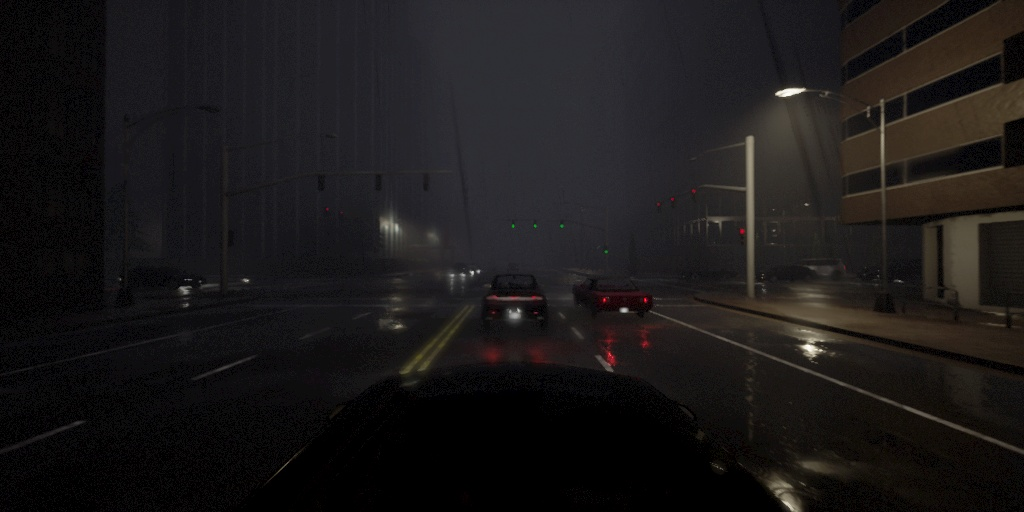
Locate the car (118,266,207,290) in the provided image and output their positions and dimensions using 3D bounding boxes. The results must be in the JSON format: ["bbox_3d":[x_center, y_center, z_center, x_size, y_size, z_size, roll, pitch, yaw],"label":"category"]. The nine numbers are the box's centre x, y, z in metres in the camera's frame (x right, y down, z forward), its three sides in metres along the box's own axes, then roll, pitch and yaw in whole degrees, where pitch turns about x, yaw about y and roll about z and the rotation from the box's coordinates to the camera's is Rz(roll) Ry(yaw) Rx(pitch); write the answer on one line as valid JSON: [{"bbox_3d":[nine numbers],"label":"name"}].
[{"bbox_3d":[-23.060,1.448,23.754,4.892,1.490,1.837,0,-1,1],"label":"car"}]

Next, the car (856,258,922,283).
[{"bbox_3d":[32.657,1.223,30.376,5.566,2.045,2.150,0,-1,1],"label":"car"}]

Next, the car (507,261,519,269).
[{"bbox_3d":[0.137,1.769,55.515,2.033,1.411,5.357,0,-1,0],"label":"car"}]

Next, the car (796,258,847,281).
[{"bbox_3d":[28.267,1.254,33.925,5.566,2.045,2.150,0,-1,1],"label":"car"}]

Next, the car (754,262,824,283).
[{"bbox_3d":[23.083,1.507,30.475,4.892,1.490,1.837,0,-1,1],"label":"car"}]

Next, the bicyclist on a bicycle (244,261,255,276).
[{"bbox_3d":[-28.762,1.380,39.297,0.582,1.620,1.656,0,0,1],"label":"bicyclist on a bicycle"}]

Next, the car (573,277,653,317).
[{"bbox_3d":[3.577,1.456,13.660,1.895,1.301,4.718,0,0,0],"label":"car"}]

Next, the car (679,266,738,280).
[{"bbox_3d":[18.527,1.635,34.044,4.718,1.301,1.895,0,-1,1],"label":"car"}]

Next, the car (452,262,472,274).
[{"bbox_3d":[-7.076,1.673,49.465,1.837,1.490,4.892,0,0,0],"label":"car"}]

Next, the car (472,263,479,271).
[{"bbox_3d":[-7.053,1.783,59.549,1.812,1.442,4.674,0,-1,0],"label":"car"}]

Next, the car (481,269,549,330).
[{"bbox_3d":[0.088,1.327,11.513,2.128,1.511,4.902,0,-1,0],"label":"car"}]
